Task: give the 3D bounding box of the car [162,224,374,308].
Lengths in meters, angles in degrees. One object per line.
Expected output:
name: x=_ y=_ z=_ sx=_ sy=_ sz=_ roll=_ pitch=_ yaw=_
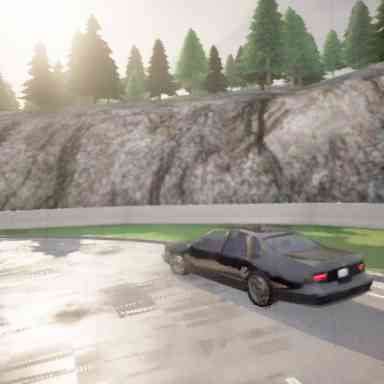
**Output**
car: x=1.257 y=1.487 z=7.876 sx=2.033 sy=1.411 sz=5.357 roll=-2 pitch=0 yaw=-33
